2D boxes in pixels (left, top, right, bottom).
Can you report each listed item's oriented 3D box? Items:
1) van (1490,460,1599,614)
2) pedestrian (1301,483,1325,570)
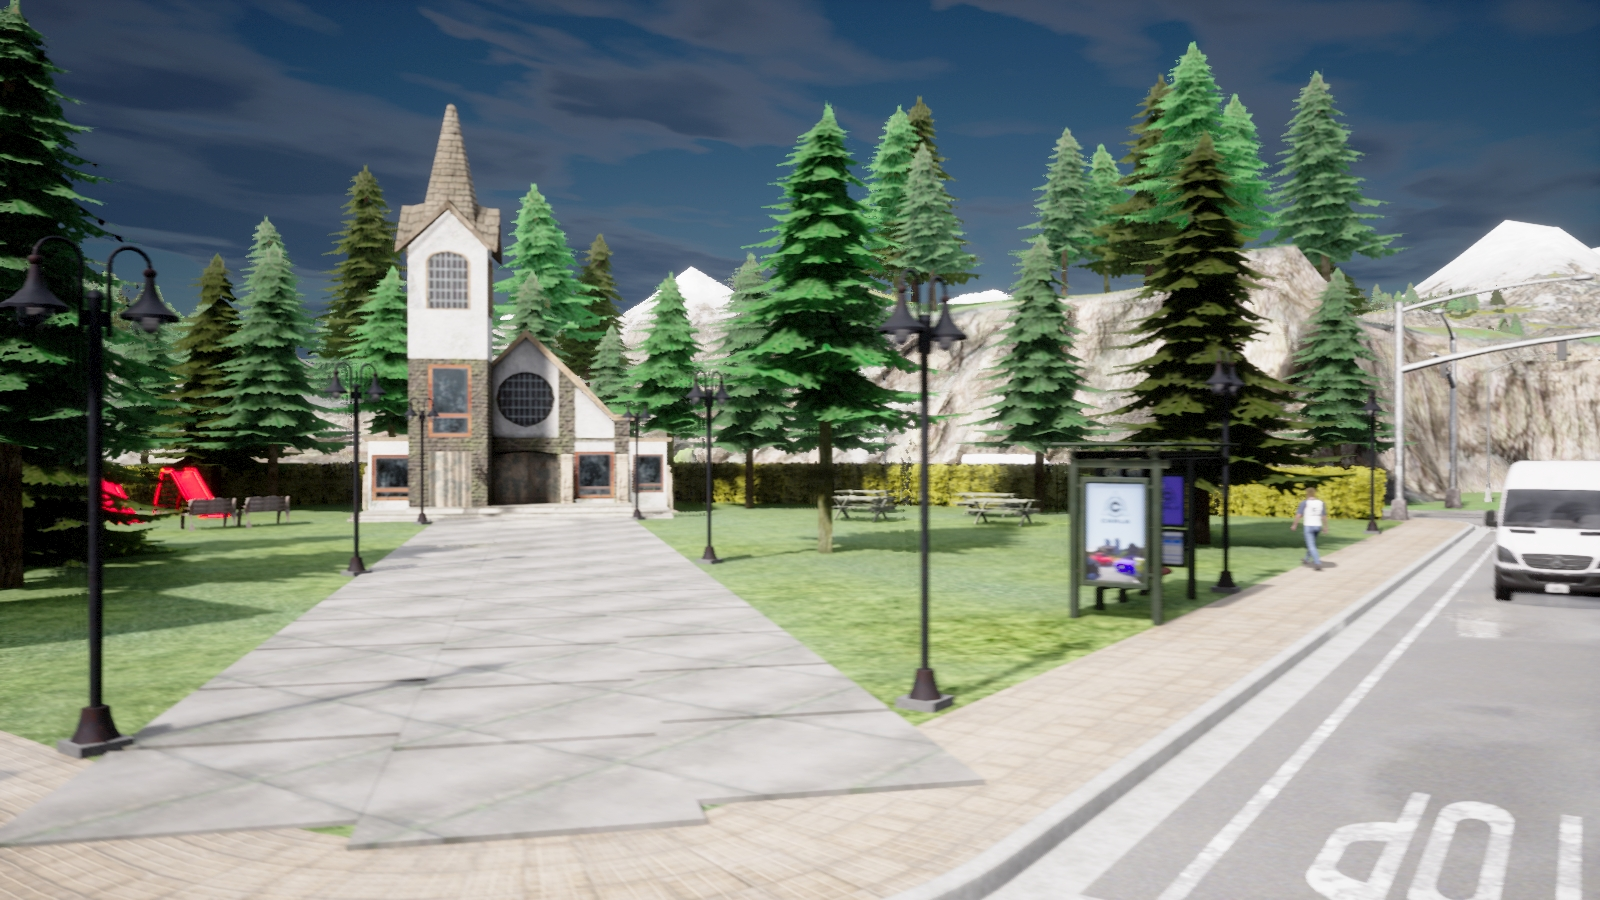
[{"bbox_3d":[14.705,1.494,22.105,1.988,2.561,5.915,0,0,34],"label":"van"},{"bbox_3d":[11.169,1.656,24.887,0.375,1.860,0.375,0,0,2],"label":"pedestrian"}]
